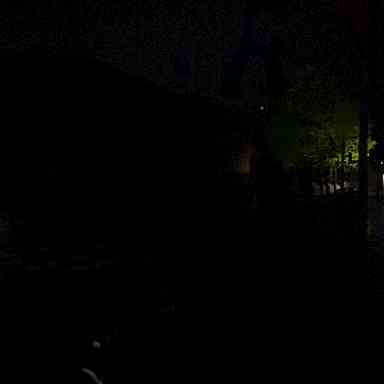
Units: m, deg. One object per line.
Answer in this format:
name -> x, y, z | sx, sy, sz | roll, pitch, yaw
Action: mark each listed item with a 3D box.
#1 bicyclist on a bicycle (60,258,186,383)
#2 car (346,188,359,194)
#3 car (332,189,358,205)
bicyclist on a bicycle -> -0.462, 1.375, 2.557 | 1.843, 1.776, 0.659 | 0, 0, 34
car -> 36.096, -0.238, 74.600 | 1.947, 1.339, 4.313 | 3, 2, 34
car -> 17.022, 0.640, 37.098 | 1.994, 1.385, 4.181 | 1, 2, 35
